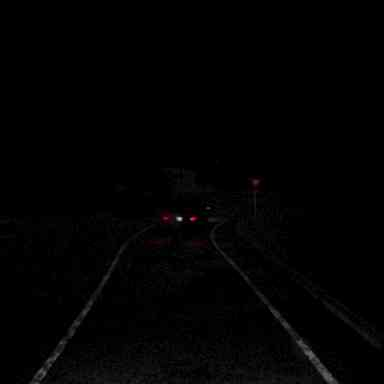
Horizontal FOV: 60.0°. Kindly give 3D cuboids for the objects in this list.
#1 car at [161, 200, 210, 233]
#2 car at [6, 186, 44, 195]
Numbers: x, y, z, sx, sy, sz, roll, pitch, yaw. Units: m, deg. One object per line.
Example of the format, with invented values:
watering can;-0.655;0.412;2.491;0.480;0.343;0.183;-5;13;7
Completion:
car;-0.212;1.098;16.648;2.033;1.411;5.357;0;2;7
car;-27.277;-0.248;54.398;5.357;1.411;2.033;-1;2;-42
